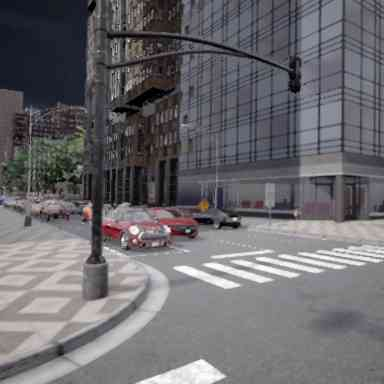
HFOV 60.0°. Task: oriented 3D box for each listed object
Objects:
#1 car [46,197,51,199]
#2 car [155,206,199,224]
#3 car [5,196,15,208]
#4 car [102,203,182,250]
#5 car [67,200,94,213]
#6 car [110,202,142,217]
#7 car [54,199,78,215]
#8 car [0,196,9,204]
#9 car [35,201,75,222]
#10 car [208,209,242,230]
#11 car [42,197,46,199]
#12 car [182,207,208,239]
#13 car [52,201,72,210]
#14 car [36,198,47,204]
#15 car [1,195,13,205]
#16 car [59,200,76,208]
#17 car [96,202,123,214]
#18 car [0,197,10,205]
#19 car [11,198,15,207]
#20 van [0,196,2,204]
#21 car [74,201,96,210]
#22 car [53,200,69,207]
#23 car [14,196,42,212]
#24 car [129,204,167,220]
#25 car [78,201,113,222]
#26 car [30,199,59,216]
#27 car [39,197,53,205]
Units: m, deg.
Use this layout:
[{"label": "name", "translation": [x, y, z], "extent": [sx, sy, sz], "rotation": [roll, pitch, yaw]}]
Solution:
[{"label": "car", "translation": [-28.546, 2.163, 69.304], "extent": [1.752, 1.417, 4.829], "rotation": [2, -1, -33]}, {"label": "car", "translation": [-1.360, 1.873, 27.877], "extent": [1.802, 1.307, 4.206], "rotation": [2, -1, -33]}, {"label": "car", "translation": [-29.471, 1.875, 55.180], "extent": [1.752, 1.417, 4.829], "rotation": [2, -1, -33]}, {"label": "car", "translation": [-2.481, 1.439, 14.059], "extent": [1.967, 1.590, 4.097], "rotation": [2, -1, -34]}, {"label": "car", "translation": [-14.509, 1.860, 42.959], "extent": [2.128, 1.511, 4.902], "rotation": [2, -1, -33]}, {"label": "car", "translation": [-7.474, 1.898, 37.194], "extent": [1.752, 1.417, 4.829], "rotation": [2, -1, -33]}, {"label": "car", "translation": [-12.492, 1.734, 34.181], "extent": [1.837, 1.490, 4.892], "rotation": [2, -1, -33]}, {"label": "car", "translation": [-44.615, 1.849, 78.264], "extent": [2.192, 1.841, 5.009], "rotation": [2, -1, -33]}, {"label": "car", "translation": [-11.499, 1.664, 27.794], "extent": [1.887, 1.381, 4.507], "rotation": [2, -1, -33]}, {"label": "car", "translation": [1.650, 1.817, 23.290], "extent": [1.947, 1.339, 4.313], "rotation": [2, -1, -33]}, {"label": "car", "translation": [-31.464, 2.255, 73.748], "extent": [1.802, 1.307, 4.206], "rotation": [2, -1, -33]}, {"label": "car", "translation": [-1.552, 1.560, 17.495], "extent": [1.882, 1.535, 5.008], "rotation": [2, -1, -34]}, {"label": "car", "translation": [-20.270, 2.041, 51.656], "extent": [1.895, 1.301, 4.718], "rotation": [2, -1, -33]}, {"label": "car", "translation": [-37.577, 2.273, 83.065], "extent": [1.752, 1.417, 4.829], "rotation": [2, -1, -33]}, {"label": "car", "translation": [-32.573, 1.828, 59.911], "extent": [1.967, 1.590, 4.097], "rotation": [2, -1, -33]}, {"label": "car", "translation": [-22.433, 2.129, 59.987], "extent": [1.947, 1.339, 4.313], "rotation": [2, -1, -33]}, {"label": "car", "translation": [-10.391, 1.963, 41.638], "extent": [2.008, 1.369, 4.403], "rotation": [2, -1, -33]}, {"label": "car", "translation": [-41.606, 1.938, 73.674], "extent": [1.967, 1.590, 4.097], "rotation": [2, -1, -33]}, {"label": "car", "translation": [-23.543, 1.859, 46.144], "extent": [1.802, 1.307, 4.206], "rotation": [2, -1, -33]}, {"label": "van", "translation": [-38.593, 1.802, 69.088], "extent": [1.690, 1.788, 3.998], "rotation": [2, -1, -33]}, {"label": "car", "translation": [-16.412, 2.040, 50.813], "extent": [2.008, 1.369, 4.403], "rotation": [2, -1, -33]}, {"label": "car", "translation": [-25.443, 2.166, 64.574], "extent": [1.947, 1.339, 4.313], "rotation": [2, -1, -33]}, {"label": "car", "translation": [-20.530, 1.679, 41.559], "extent": [1.967, 1.590, 4.097], "rotation": [2, -1, -33]}, {"label": "car", "translation": [-4.370, 1.897, 32.464], "extent": [1.947, 1.339, 4.313], "rotation": [2, -1, -33]}, {"label": "car", "translation": [-6.875, 1.506, 25.611], "extent": [2.097, 1.767, 4.553], "rotation": [2, -1, -33]}, {"label": "car", "translation": [-14.416, 1.684, 32.239], "extent": [1.752, 1.417, 4.829], "rotation": [2, -1, -33]}, {"label": "car", "translation": [-34.470, 2.025, 78.340], "extent": [2.192, 1.841, 5.009], "rotation": [2, -1, -33]}]
